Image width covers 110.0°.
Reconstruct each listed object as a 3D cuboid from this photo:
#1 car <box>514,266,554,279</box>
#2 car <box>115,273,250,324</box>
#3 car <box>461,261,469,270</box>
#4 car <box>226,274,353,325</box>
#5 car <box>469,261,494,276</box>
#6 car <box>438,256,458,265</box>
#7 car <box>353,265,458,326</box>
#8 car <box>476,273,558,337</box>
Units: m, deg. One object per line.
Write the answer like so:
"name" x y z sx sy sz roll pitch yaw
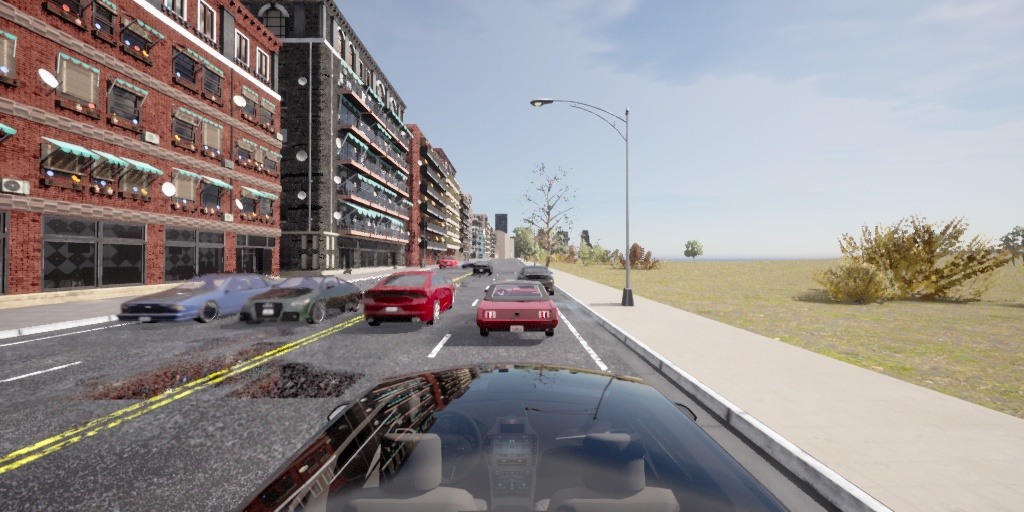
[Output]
"car" 1.203 1.257 19.491 1.837 1.490 4.892 0 0 0
"car" -9.811 1.299 12.247 2.033 1.411 5.357 0 0 0
"car" -6.399 1.351 53.717 1.895 1.301 4.718 0 0 0
"car" -6.563 1.315 11.652 1.994 1.385 4.181 0 0 0
"car" -3.014 1.229 37.832 1.882 1.535 5.008 0 0 0
"car" -9.645 0.971 54.576 2.150 2.045 5.566 0 0 0
"car" -3.114 1.229 11.784 1.882 1.535 5.008 0 0 0
"car" 0.131 1.352 10.290 1.895 1.301 4.718 0 0 0
